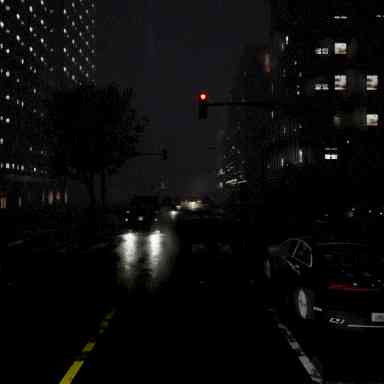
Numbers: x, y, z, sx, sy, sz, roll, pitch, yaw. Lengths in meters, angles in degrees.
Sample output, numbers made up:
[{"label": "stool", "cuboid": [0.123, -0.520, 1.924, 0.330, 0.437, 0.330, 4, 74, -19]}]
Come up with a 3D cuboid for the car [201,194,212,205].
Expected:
[{"label": "car", "cuboid": [2.783, 1.610, 61.408, 1.947, 1.339, 4.313, 0, 0, 0]}]

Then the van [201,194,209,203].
[{"label": "van", "cuboid": [2.799, 1.402, 72.455, 1.690, 1.788, 3.998, 0, 0, 0]}]

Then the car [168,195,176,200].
[{"label": "car", "cuboid": [-5.548, 1.654, 94.558, 2.008, 1.369, 4.403, 0, 0, 0]}]

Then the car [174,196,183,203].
[{"label": "car", "cuboid": [-2.889, 1.570, 72.628, 1.812, 1.442, 4.674, 0, 0, 0]}]

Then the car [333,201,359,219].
[{"label": "car", "cuboid": [13.466, 1.350, 26.318, 4.403, 1.369, 2.008, -1, 1, 0]}]

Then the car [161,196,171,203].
[{"label": "car", "cuboid": [-5.581, 1.627, 72.468, 1.947, 1.339, 4.313, 0, 0, 0]}]

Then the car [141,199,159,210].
[{"label": "car", "cuboid": [-5.623, 1.592, 44.853, 1.947, 1.339, 4.313, 0, 0, 0]}]

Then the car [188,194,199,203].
[{"label": "car", "cuboid": [0.104, 1.581, 69.058, 1.812, 1.442, 4.674, 0, 0, 0]}]

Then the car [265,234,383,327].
[{"label": "car", "cuboid": [2.700, 1.551, 6.929, 2.008, 1.369, 4.403, 0, 0, 0]}]

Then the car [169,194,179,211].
[{"label": "car", "cuboid": [-3.035, 1.374, 41.574, 2.097, 1.767, 4.553, 0, 0, 0]}]

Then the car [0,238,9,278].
[{"label": "car", "cuboid": [-5.680, 1.545, 6.942, 1.887, 1.381, 4.507, 0, 0, 0]}]

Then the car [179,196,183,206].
[{"label": "car", "cuboid": [-2.994, 1.517, 57.519, 1.882, 1.535, 5.008, 0, 0, 0]}]

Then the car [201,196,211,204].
[{"label": "car", "cuboid": [2.792, 1.578, 67.101, 1.752, 1.417, 4.829, 0, 0, 0]}]

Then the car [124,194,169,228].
[{"label": "car", "cuboid": [-3.065, 1.228, 22.647, 2.150, 2.045, 5.566, 0, 0, 0]}]

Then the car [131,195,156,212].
[{"label": "car", "cuboid": [-5.632, 1.336, 39.330, 2.192, 1.841, 5.009, 0, 0, 0]}]

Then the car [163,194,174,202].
[{"label": "car", "cuboid": [-5.573, 1.386, 77.990, 2.192, 1.841, 5.009, 0, 0, 0]}]

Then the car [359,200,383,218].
[{"label": "car", "cuboid": [15.473, 0.994, 23.757, 5.566, 2.045, 2.150, -1, 0, 0]}]
